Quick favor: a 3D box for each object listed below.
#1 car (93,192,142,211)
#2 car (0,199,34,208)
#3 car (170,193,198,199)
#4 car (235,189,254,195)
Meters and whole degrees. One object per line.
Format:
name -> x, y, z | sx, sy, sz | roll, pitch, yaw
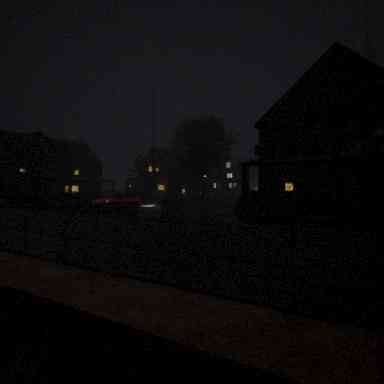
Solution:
car -> -6.546, 0.808, 29.084 | 2.097, 1.767, 4.553 | 1, 2, 35
car -> -12.290, 1.215, 20.985 | 1.812, 1.442, 4.674 | 1, 2, 35
car -> -0.797, 0.787, 37.168 | 1.994, 1.385, 4.181 | 1, 2, 36
car -> 8.121, 0.360, 49.610 | 2.128, 1.511, 4.902 | 1, 2, 36
